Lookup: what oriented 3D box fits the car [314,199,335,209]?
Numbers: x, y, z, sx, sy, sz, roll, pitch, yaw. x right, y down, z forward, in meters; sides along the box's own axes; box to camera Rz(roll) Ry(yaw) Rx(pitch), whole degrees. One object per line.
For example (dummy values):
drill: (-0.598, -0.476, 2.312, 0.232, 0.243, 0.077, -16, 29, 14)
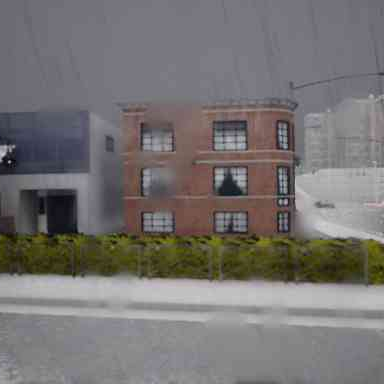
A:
car: (18.860, 1.724, 47.465, 1.994, 1.385, 4.181, -1, 0, 7)
